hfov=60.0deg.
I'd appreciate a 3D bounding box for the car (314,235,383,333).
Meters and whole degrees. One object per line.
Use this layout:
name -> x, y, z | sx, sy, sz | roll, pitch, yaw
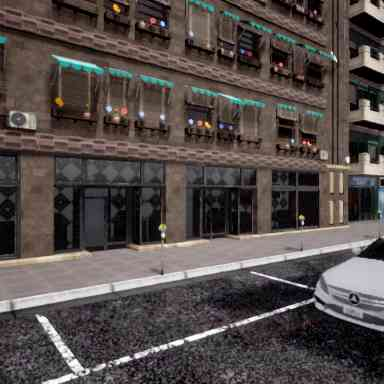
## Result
car -> 4.306, 1.527, 6.347 | 4.674, 1.442, 1.812 | 0, 0, -36
